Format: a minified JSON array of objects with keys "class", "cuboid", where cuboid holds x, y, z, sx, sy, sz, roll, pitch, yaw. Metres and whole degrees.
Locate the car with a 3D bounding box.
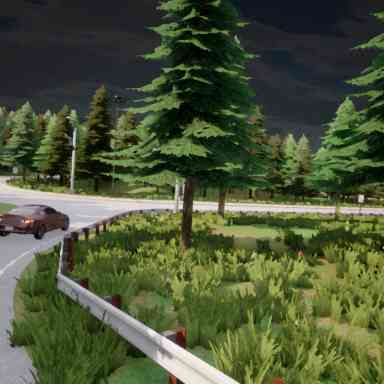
[{"class":"car","cuboid":[-7.661,1.337,16.413,1.812,1.442,4.674,4,1,2]}]
